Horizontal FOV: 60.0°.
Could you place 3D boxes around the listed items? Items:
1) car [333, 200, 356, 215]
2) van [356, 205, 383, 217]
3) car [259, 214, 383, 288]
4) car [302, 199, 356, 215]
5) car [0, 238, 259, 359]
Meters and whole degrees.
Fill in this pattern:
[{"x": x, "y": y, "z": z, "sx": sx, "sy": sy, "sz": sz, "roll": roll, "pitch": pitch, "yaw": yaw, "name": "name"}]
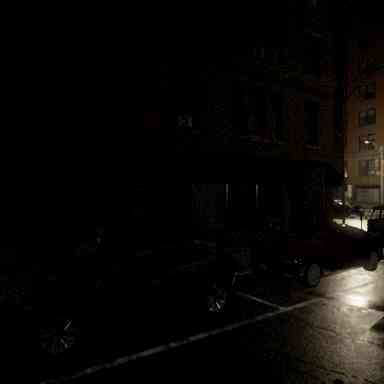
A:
[{"x": 11.681, "y": 1.584, "z": 28.209, "sx": 1.895, "sy": 1.301, "sz": 4.718, "roll": 0, "pitch": 0, "yaw": -36, "name": "car"}, {"x": 8.174, "y": 1.338, "z": 12.522, "sx": 3.998, "sy": 1.788, "sz": 1.690, "roll": 0, "pitch": 0, "yaw": -35, "name": "van"}, {"x": 3.551, "y": 1.544, "z": 9.255, "sx": 4.507, "sy": 1.381, "sz": 1.887, "roll": 0, "pitch": 0, "yaw": -35, "name": "car"}, {"x": 14.562, "y": 1.502, "z": 35.641, "sx": 2.128, "sy": 1.511, "sz": 4.902, "roll": 0, "pitch": 0, "yaw": -36, "name": "car"}, {"x": -1.070, "y": 1.566, "z": 5.988, "sx": 4.313, "sy": 1.339, "sz": 1.947, "roll": 0, "pitch": 0, "yaw": -35, "name": "car"}]
